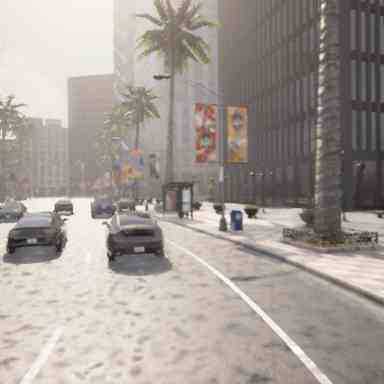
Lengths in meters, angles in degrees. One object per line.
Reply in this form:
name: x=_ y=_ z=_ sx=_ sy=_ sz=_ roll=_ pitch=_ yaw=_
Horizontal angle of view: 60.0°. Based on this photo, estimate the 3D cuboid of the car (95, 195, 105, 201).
car: x=-24.014 y=1.534 z=86.679 sx=2.161 sy=1.482 sz=4.786 roll=-1 pitch=0 yaw=-19

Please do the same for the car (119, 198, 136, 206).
car: x=-7.591 y=1.459 z=38.074 sx=2.231 sy=1.521 sz=4.892 roll=-1 pitch=0 yaw=-19

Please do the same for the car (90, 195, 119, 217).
car: x=-8.483 y=1.357 z=31.466 sx=2.097 sy=1.767 sz=4.553 roll=-1 pitch=0 yaw=-19

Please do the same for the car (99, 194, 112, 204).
car: x=-17.158 y=1.359 z=65.847 sx=2.185 sy=1.767 sz=4.553 roll=-1 pitch=0 yaw=-19

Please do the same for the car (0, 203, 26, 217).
car: x=-14.566 y=1.605 z=27.320 sx=1.812 sy=1.442 sz=4.674 roll=-1 pitch=0 yaw=-19

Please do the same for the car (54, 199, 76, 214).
car: x=-13.349 y=1.551 z=34.870 sx=1.837 sy=1.490 sz=4.892 roll=-1 pitch=0 yaw=-19

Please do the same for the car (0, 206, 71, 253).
car: x=-6.271 y=1.554 z=13.862 sx=1.812 sy=1.442 sz=4.674 roll=-1 pitch=0 yaw=-17

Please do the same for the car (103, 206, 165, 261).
car: x=-2.233 y=1.495 z=12.403 sx=1.837 sy=1.490 sz=4.892 roll=0 pitch=0 yaw=-15
